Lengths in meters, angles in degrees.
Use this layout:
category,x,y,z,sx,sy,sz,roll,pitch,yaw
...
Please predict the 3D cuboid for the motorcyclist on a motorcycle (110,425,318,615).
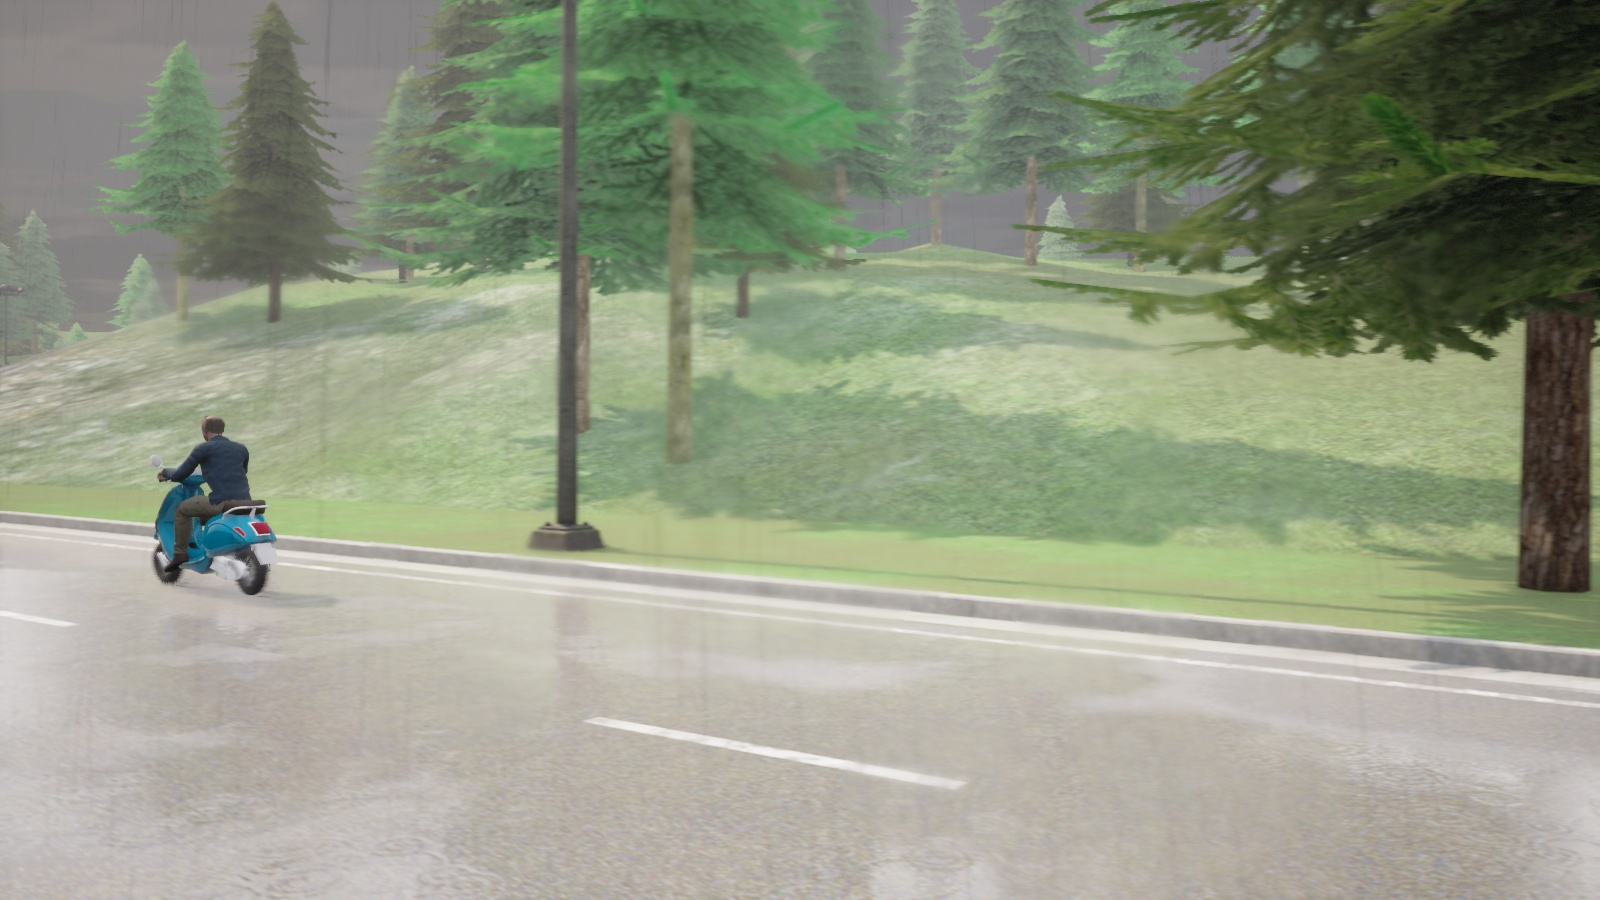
category,x,y,z,sx,sy,sz,roll,pitch,yaw
motorcyclist on a motorcycle,-5.310,0.578,11.353,1.817,1.590,0.866,0,1,34
